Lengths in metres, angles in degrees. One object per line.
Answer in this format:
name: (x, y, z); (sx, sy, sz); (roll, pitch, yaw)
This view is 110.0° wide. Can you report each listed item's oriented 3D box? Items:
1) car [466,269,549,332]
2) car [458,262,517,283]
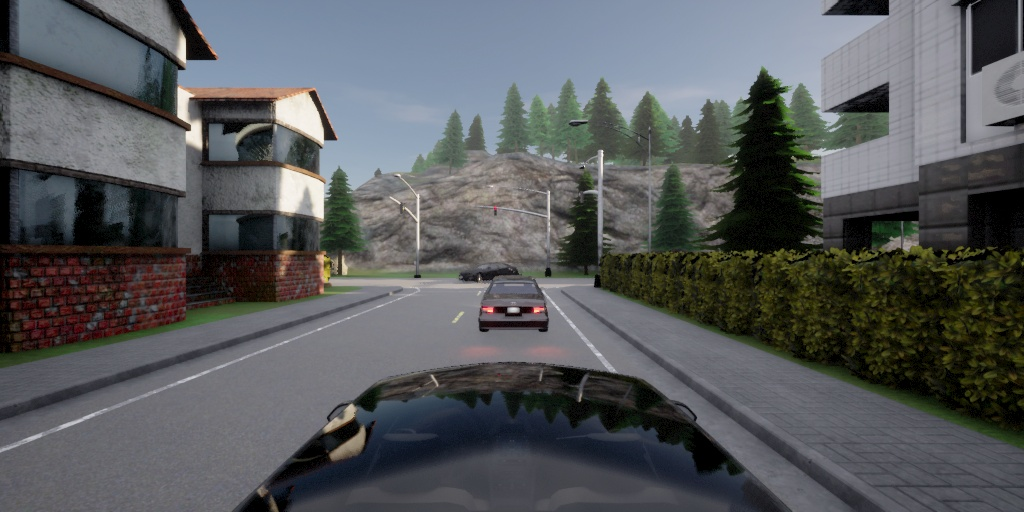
car: (0.055, 1.297, 10.810); (2.033, 1.411, 5.357); (0, 0, 1)
car: (-1.762, 1.228, 26.934); (5.008, 1.535, 1.882); (0, -2, -43)
